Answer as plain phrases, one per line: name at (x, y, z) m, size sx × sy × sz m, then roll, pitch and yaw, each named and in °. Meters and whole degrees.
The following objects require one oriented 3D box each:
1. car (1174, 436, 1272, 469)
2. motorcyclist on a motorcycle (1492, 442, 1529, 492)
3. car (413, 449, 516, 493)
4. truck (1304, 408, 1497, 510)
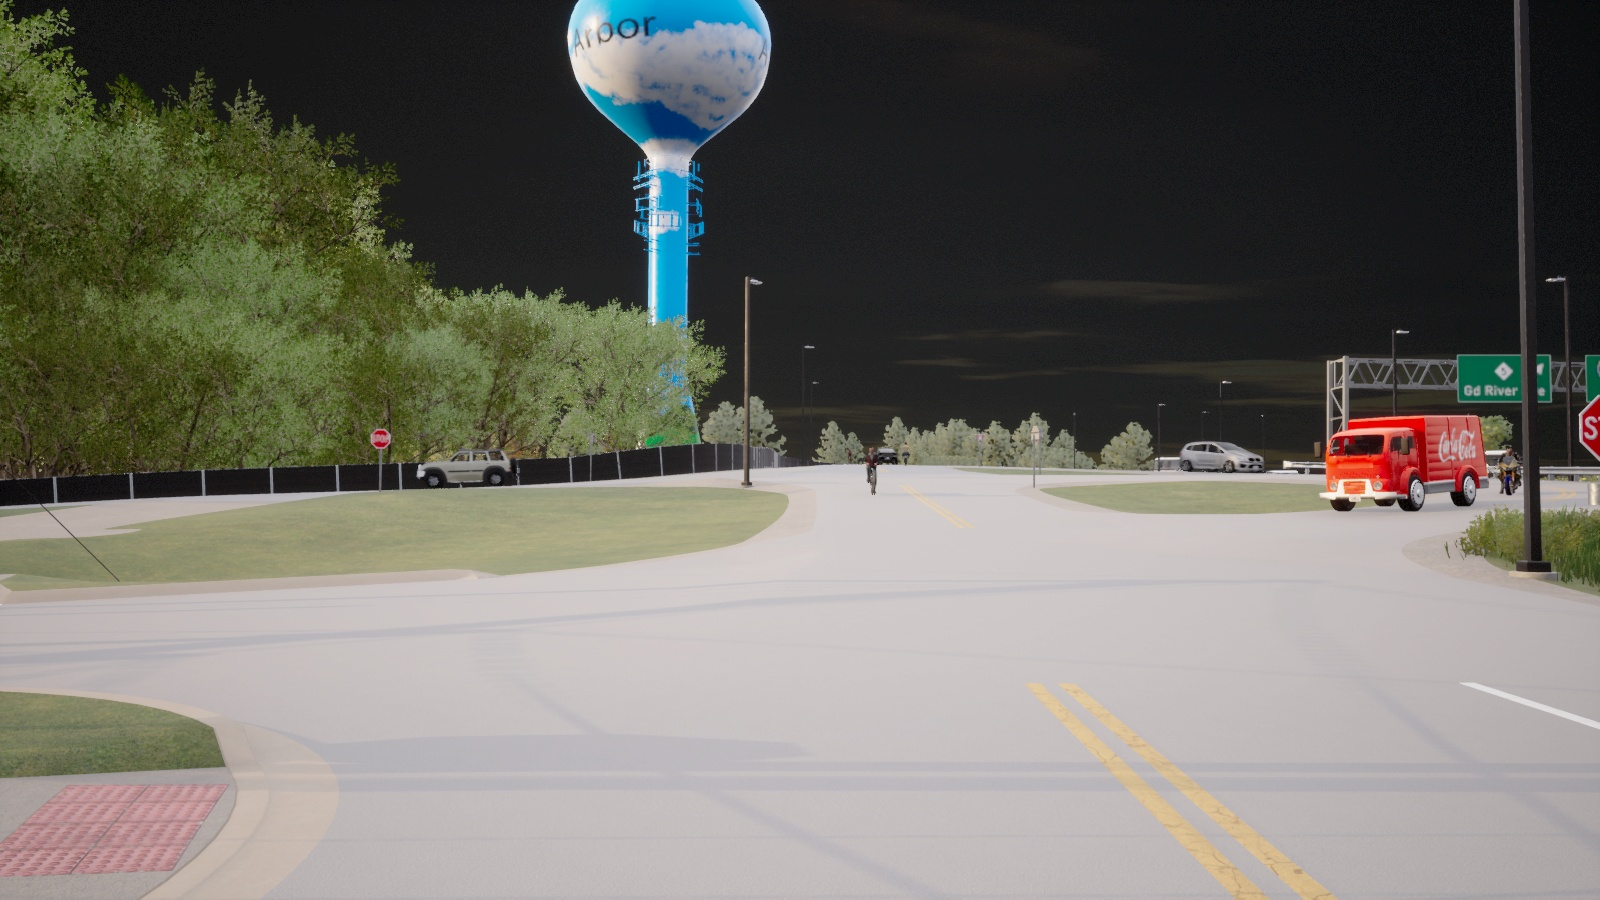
car at (22.408, 0.145, 66.647) m, size 2.242 × 1.667 × 4.611 m, roll 1°, pitch 0°, yaw -29°
motorcyclist on a motorcycle at (22.652, 0.521, 40.037) m, size 0.866 × 1.530 × 2.191 m, roll -2°, pitch 0°, yaw 33°
car at (-16.001, 1.015, 60.045) m, size 4.605 × 1.855 × 1.932 m, roll -2°, pitch -2°, yaw -11°
truck at (16.209, 0.213, 33.788) m, size 5.204 × 2.467 × 2.627 m, roll -2°, pitch -1°, yaw -39°
